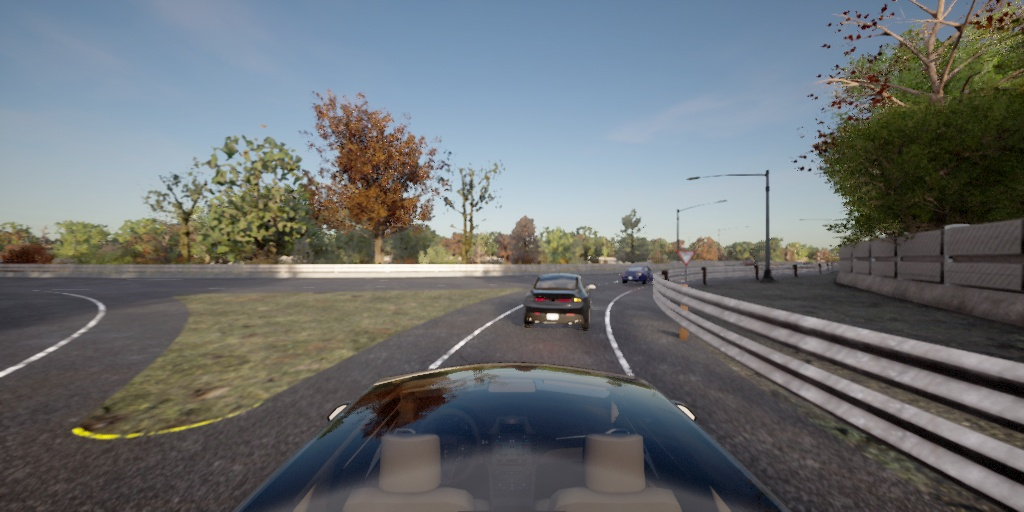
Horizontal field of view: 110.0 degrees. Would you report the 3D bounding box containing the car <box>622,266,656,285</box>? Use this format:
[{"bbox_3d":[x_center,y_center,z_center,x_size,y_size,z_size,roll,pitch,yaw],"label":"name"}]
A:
[{"bbox_3d":[10.418,1.500,28.927,1.812,1.442,4.674,0,-1,39],"label":"car"}]

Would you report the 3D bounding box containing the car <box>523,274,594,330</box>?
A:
[{"bbox_3d":[1.594,1.330,11.590,1.837,1.490,4.892,0,0,13],"label":"car"}]
